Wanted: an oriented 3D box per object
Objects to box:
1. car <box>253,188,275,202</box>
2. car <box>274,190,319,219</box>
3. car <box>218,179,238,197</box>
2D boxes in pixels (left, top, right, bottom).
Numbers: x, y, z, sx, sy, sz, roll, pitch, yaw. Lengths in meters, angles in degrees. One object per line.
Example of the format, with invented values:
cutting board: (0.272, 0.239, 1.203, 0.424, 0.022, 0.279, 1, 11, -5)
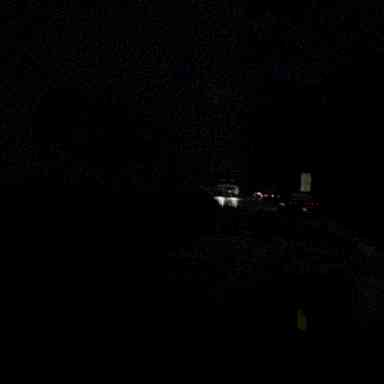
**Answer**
car: (7.597, 0.304, 33.838, 2.033, 1.411, 5.357, 3, 3, -1)
car: (6.780, 0.772, 21.580, 1.882, 1.535, 5.008, 3, 2, 6)
car: (4.465, -0.542, 41.782, 2.150, 2.045, 5.566, 3, 3, 0)
